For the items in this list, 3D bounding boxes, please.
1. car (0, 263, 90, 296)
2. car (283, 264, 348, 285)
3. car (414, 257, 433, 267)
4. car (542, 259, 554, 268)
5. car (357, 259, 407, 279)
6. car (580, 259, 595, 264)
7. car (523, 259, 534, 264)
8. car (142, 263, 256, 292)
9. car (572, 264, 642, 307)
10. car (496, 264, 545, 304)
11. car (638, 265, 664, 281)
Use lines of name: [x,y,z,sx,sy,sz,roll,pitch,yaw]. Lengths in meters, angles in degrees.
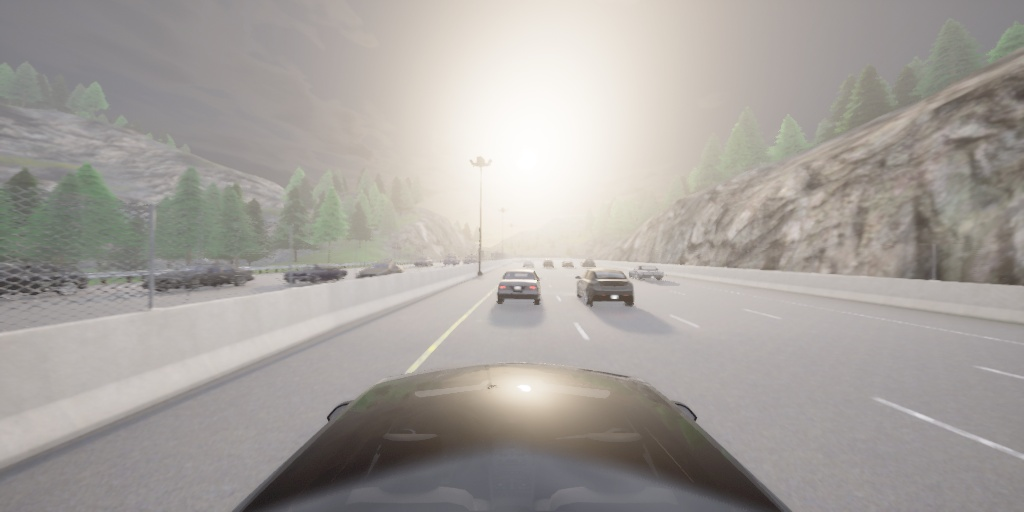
car: [-20.752,1.043,14.661,1.837,1.490,4.892,1,0,3]
car: [-13.257,1.213,24.513,1.895,1.301,4.718,1,0,3]
car: [-14.887,0.947,60.554,2.097,1.767,4.553,1,0,3]
car: [6.479,1.319,64.830,1.837,1.490,4.892,1,0,3]
car: [-9.623,1.197,26.992,2.033,1.411,5.357,1,0,3]
car: [13.441,1.237,63.833,2.097,1.767,4.553,1,0,3]
car: [2.987,1.303,65.058,1.812,1.442,4.674,1,0,3]
car: [-16.993,1.122,19.949,2.033,1.411,5.357,1,0,3]
car: [3.993,1.296,15.958,1.837,1.490,4.892,0,0,3]
car: [0.385,1.301,16.485,2.033,1.411,5.357,1,0,4]
car: [11.845,1.471,32.128,1.895,1.301,4.718,1,0,3]
